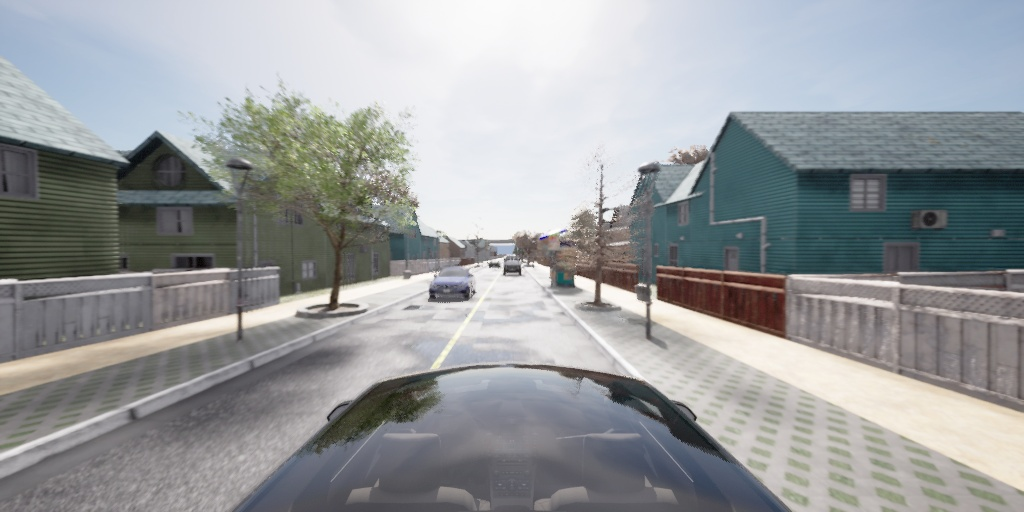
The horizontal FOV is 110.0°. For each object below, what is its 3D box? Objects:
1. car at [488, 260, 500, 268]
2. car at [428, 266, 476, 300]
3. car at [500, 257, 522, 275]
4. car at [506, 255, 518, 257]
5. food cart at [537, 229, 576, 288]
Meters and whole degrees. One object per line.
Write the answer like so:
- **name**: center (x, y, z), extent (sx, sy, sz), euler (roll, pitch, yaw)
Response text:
- **car**: center (-2.810, 1.314, 58.219), extent (1.895, 1.301, 4.718), euler (0, 0, 1)
- **car**: center (-2.840, 1.261, 17.913), extent (1.812, 1.442, 4.674), euler (0, 0, 0)
- **car**: center (0.047, 1.199, 37.735), extent (1.882, 1.535, 5.008), euler (0, 0, 1)
- **car**: center (0.001, 0.941, 48.514), extent (2.150, 2.045, 5.566), euler (0, 0, 0)
- **food cart**: center (3.005, 0.197, 22.414), extent (2.280, 3.560, 4.660), euler (0, 0, 0)
